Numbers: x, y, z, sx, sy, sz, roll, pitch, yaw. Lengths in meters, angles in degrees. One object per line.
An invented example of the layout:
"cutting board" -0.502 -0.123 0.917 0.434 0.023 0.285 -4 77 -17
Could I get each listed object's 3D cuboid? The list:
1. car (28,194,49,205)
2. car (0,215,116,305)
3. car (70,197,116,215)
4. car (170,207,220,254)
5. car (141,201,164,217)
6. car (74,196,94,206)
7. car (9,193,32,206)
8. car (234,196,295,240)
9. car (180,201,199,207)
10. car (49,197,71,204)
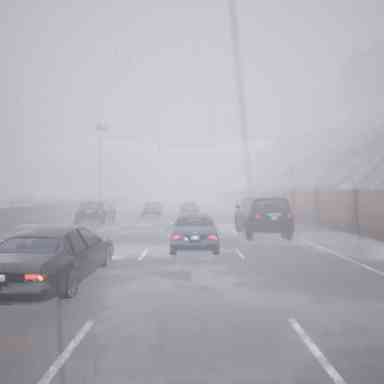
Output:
"car" -25.446 1.586 57.030 2.033 1.411 5.357 0 0 -1
"car" -3.400 1.553 8.339 2.033 1.411 5.357 0 0 0
"car" -7.062 1.368 24.796 2.097 1.767 4.553 0 0 -1
"car" 0.088 1.556 13.494 2.033 1.411 5.357 0 0 0
"car" -3.698 1.567 31.370 2.033 1.411 5.357 0 0 -1
"car" -18.464 1.515 57.204 1.882 1.535 5.008 0 0 -1
"car" -28.940 1.260 56.871 2.150 2.045 5.566 0 0 -1
"car" 3.564 1.232 17.194 2.150 2.045 5.566 0 0 -1
"car" -0.286 1.586 35.016 1.994 1.385 4.181 0 0 -1
"car" -21.951 1.585 57.127 2.033 1.411 5.357 0 0 -1
